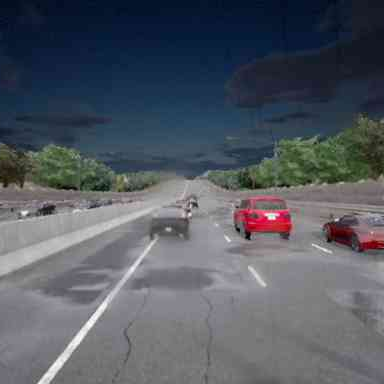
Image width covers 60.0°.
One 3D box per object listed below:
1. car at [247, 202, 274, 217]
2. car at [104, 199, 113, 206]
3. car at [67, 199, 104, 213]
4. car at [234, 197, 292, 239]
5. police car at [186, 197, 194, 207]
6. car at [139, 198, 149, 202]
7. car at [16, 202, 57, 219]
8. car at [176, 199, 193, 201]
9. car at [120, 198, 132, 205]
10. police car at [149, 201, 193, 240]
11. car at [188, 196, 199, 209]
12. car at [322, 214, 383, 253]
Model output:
[{"bbox_3d":[7.092,1.779,34.974,1.895,1.301,4.718,0,-1,0],"label":"car"},{"bbox_3d":[-17.515,2.062,67.848,2.033,1.411,5.357,0,-1,0],"label":"car"},{"bbox_3d":[-10.604,1.650,32.641,2.128,1.511,4.902,0,0,0],"label":"car"},{"bbox_3d":[3.597,1.282,17.691,2.150,2.045,5.566,0,0,0],"label":"car"},{"bbox_3d":[-1.057,1.591,33.473,1.930,1.638,5.238,0,-1,0],"label":"police car"},{"bbox_3d":[-10.516,2.119,73.823,1.994,1.385,4.181,0,-1,0],"label":"car"},{"bbox_3d":[-14.103,1.633,30.402,2.128,1.511,4.902,0,0,0],"label":"car"},{"bbox_3d":[-1.056,1.597,27.357,1.882,1.535,5.008,0,0,0],"label":"car"},{"bbox_3d":[-14.016,2.043,71.184,1.882,1.535,5.008,0,-1,0],"label":"car"},{"bbox_3d":[-1.054,1.485,17.459,1.930,1.638,5.238,0,0,0],"label":"police car"},{"bbox_3d":[-0.012,1.824,51.865,1.882,1.535,5.008,0,-1,0],"label":"car"},{"bbox_3d":[7.097,1.606,13.953,1.994,1.385,4.181,0,0,0],"label":"car"}]
